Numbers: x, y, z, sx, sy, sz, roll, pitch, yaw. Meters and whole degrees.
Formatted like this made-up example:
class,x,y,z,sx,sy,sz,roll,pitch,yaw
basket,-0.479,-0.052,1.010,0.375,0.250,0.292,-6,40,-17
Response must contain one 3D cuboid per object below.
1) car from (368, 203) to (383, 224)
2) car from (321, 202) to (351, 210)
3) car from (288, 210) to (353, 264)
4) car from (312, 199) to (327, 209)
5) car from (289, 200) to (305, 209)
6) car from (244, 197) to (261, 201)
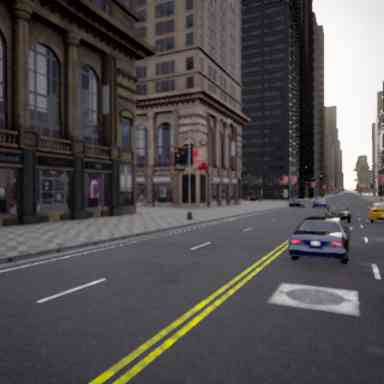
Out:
class,x,y,z,sx,sy,sz,roll,pitch,yaw
car,15.709,1.628,27.434,1.882,1.535,5.008,0,0,26
car,11.995,1.748,27.239,1.895,1.301,4.718,0,0,26
car,4.834,1.615,12.319,2.033,1.411,5.357,0,0,26
car,19.498,1.750,50.707,1.882,1.535,5.008,0,0,26
car,16.235,1.875,51.428,1.895,1.301,4.718,0,0,26
car,16.320,1.875,89.106,4.507,1.381,1.887,0,0,25
